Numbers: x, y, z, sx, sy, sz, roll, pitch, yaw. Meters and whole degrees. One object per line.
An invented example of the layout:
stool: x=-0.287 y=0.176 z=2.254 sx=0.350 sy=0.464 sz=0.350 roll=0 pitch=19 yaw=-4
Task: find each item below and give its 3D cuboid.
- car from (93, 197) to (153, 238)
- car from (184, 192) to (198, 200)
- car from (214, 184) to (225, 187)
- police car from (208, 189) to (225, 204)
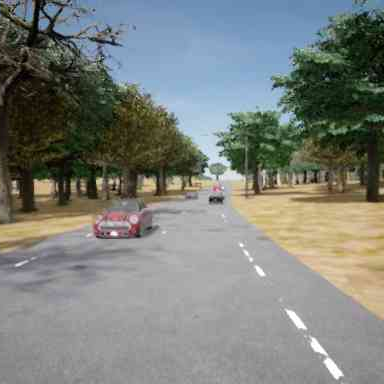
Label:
car: x=-3.250 y=1.176 z=16.440 sx=2.097 sy=1.767 sz=4.553 roll=0 pitch=1 yaw=2
car: x=-0.086 y=0.618 z=57.399 sx=1.994 sy=1.385 sz=4.181 roll=0 pitch=2 yaw=7
car: x=6.160 y=-0.459 z=79.580 sx=2.150 sy=2.045 sz=5.566 roll=0 pitch=2 yaw=7
police car: x=3.290 y=0.767 z=45.839 sx=1.930 sy=1.638 sz=5.238 roll=0 pitch=1 yaw=5
